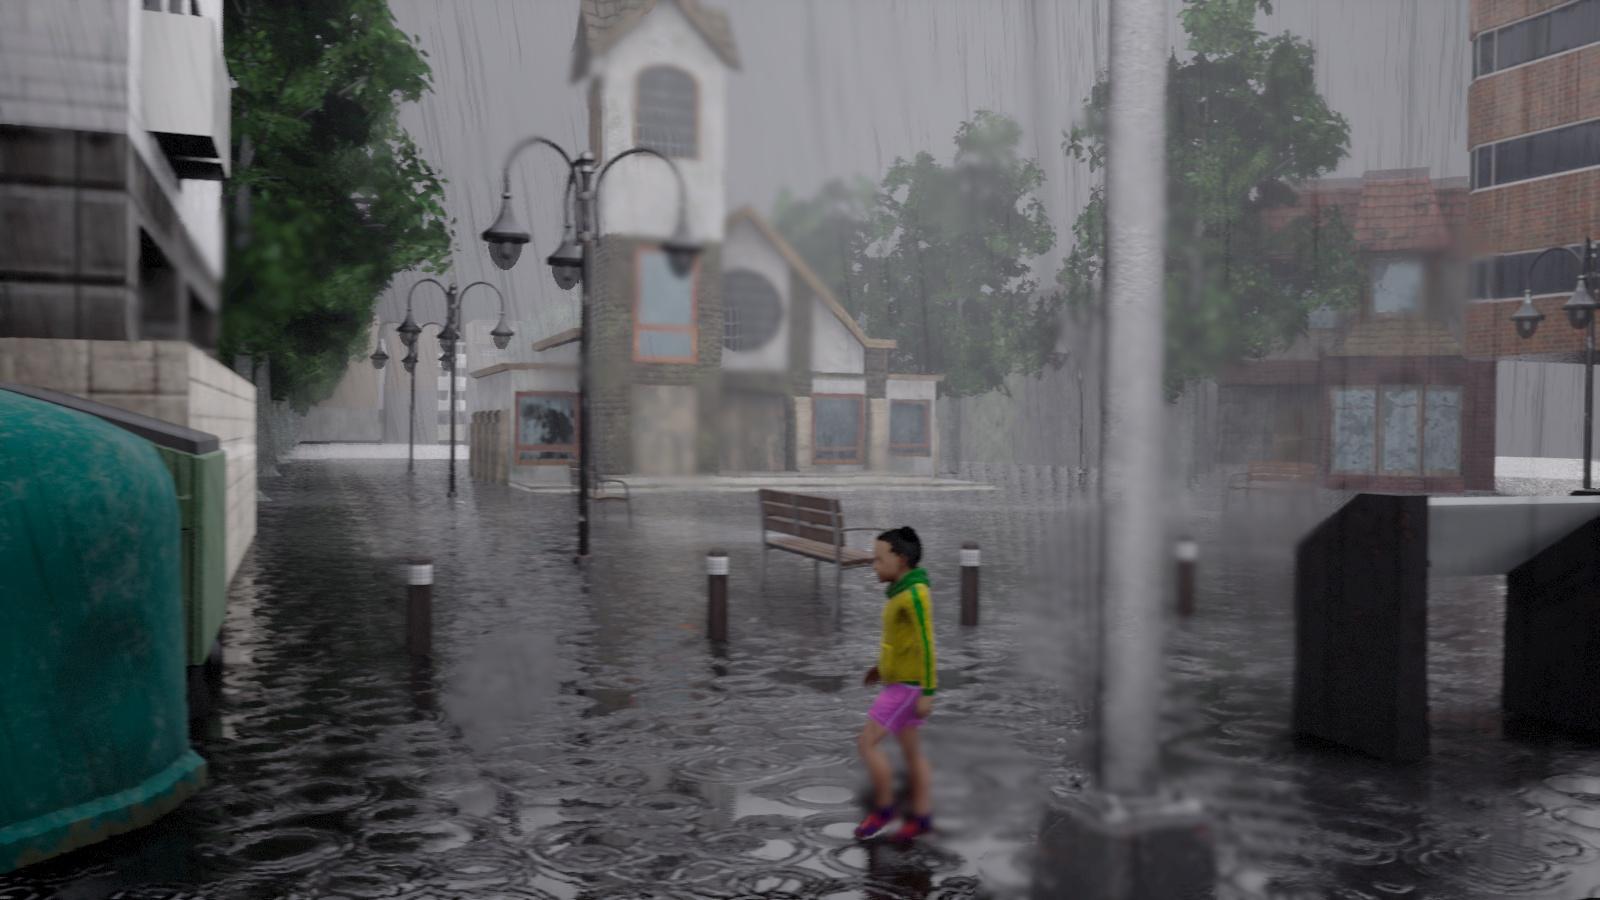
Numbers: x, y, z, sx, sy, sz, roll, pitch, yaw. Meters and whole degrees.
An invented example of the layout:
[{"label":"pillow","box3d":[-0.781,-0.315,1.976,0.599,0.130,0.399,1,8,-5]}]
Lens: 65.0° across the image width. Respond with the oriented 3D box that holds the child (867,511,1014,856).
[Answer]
[{"label":"child","box3d":[0.490,0.810,4.453,0.473,1.160,0.299,-1,1,-1]}]
